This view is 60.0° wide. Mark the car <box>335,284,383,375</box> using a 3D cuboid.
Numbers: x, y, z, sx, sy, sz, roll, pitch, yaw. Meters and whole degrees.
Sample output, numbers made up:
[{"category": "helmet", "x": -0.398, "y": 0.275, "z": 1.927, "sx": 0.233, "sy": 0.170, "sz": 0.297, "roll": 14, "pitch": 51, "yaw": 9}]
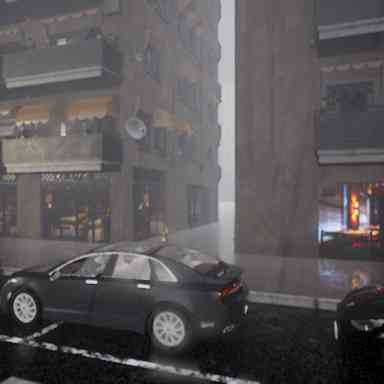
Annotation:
[{"category": "car", "x": 4.079, "y": 1.565, "z": 3.961, "sx": 4.313, "sy": 1.339, "sz": 1.947, "roll": 0, "pitch": 0, "yaw": 19}]

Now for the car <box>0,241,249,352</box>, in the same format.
[{"category": "car", "x": -1.240, "y": 1.550, "z": 5.808, "sx": 4.403, "sy": 1.369, "sz": 2.008, "roll": 0, "pitch": 0, "yaw": 19}]
